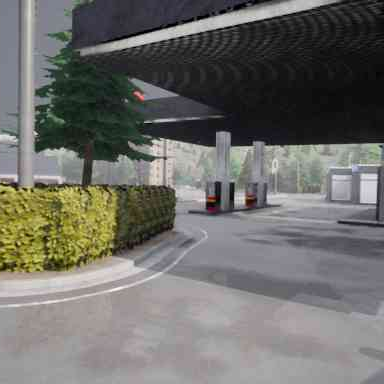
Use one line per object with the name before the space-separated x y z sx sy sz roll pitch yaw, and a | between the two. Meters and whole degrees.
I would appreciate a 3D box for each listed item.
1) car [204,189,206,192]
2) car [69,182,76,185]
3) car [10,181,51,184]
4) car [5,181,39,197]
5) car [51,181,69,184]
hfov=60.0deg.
car | 4.885 -0.323 65.597 5.027 1.636 2.152 2 2 35
car | -25.441 -1.282 68.059 4.605 1.855 1.932 2 2 35
car | -17.228 -0.177 35.203 3.866 1.878 1.905 2 2 35
car | -21.761 -0.463 42.419 4.605 1.855 1.932 2 2 35
car | -26.778 -1.256 65.446 3.866 1.878 1.905 2 2 35
